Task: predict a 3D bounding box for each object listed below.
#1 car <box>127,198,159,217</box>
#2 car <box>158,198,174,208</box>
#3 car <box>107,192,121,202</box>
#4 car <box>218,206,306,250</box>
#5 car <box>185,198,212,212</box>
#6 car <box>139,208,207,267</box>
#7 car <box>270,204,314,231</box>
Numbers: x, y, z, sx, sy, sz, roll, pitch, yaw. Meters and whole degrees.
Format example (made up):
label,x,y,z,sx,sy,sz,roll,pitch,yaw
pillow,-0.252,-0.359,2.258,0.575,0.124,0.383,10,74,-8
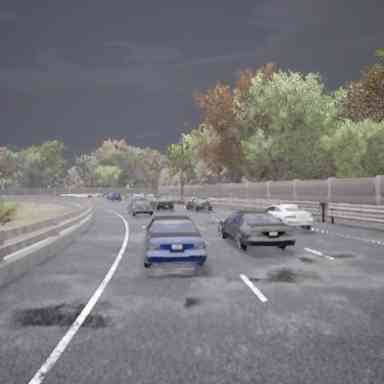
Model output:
label,x,y,z,sx,sy,sz,roll,pitch,yaw
car,-4.855,1.454,30.826,2.033,1.411,5.357,0,0,-18
car,-3.509,1.358,37.449,1.882,1.535,5.008,0,0,-20
car,-16.926,1.022,71.997,2.150,2.045,5.566,0,0,-26
car,2.477,1.493,14.028,2.033,1.411,5.357,0,0,-8
car,0.717,1.401,36.003,1.812,1.442,4.674,0,0,-19
car,-0.712,1.509,11.380,2.033,1.411,5.357,0,0,-7
car,5.304,1.445,19.704,1.812,1.442,4.674,0,0,-14
